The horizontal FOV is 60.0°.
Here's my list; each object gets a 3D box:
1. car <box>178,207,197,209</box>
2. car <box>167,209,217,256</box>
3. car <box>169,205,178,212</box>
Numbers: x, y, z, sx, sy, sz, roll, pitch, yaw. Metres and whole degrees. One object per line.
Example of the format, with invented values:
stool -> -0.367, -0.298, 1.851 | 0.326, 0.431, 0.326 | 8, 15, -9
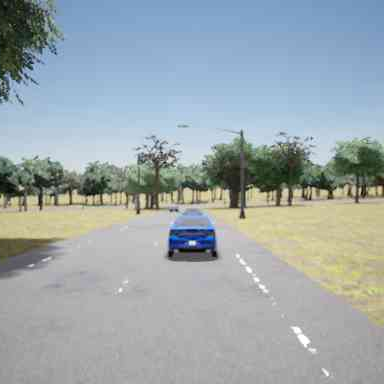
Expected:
car -> 0.032, 2.153, 28.611 | 1.837, 1.490, 4.892 | 0, -1, 1
car -> 0.033, 1.719, 14.310 | 1.882, 1.535, 5.008 | 0, -1, 0
car -> -3.487, 3.304, 65.747 | 2.033, 1.411, 5.357 | 0, -2, 0
